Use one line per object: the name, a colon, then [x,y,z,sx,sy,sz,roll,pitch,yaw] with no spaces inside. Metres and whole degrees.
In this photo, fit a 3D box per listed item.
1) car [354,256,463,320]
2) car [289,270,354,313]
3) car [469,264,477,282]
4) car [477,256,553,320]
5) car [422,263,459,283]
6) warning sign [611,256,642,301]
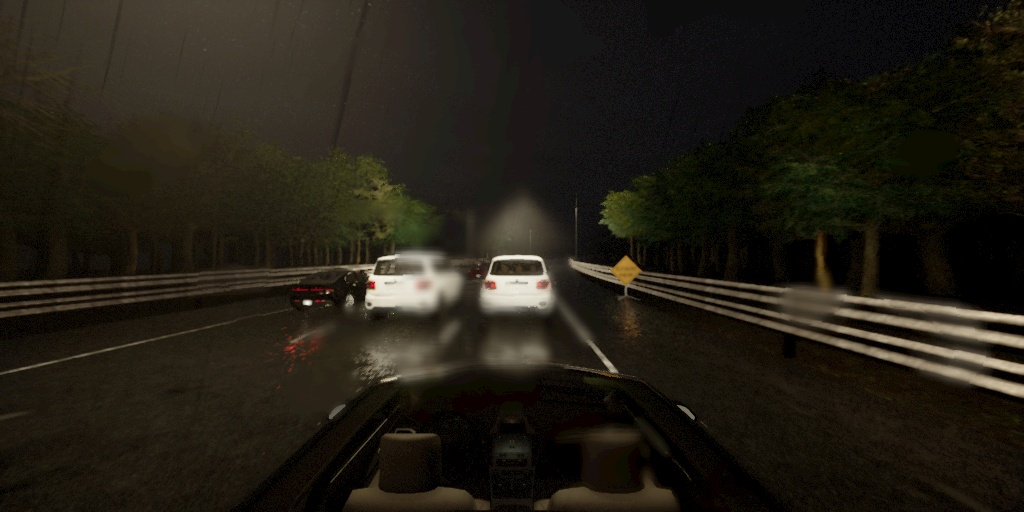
car: [-3.243,1.008,12.992,2.150,2.045,5.566,0,0,3]
car: [-6.679,1.294,14.318,1.837,1.490,4.892,0,0,3]
car: [-2.311,1.342,29.614,1.812,1.442,4.674,0,0,5]
car: [0.259,1.008,12.953,2.150,2.045,5.566,0,0,3]
car: [-5.807,1.343,29.827,1.812,1.442,4.674,0,0,5]
warning sign: [4.847,0.906,15.247,1.300,1.860,1.060,0,0,2]
